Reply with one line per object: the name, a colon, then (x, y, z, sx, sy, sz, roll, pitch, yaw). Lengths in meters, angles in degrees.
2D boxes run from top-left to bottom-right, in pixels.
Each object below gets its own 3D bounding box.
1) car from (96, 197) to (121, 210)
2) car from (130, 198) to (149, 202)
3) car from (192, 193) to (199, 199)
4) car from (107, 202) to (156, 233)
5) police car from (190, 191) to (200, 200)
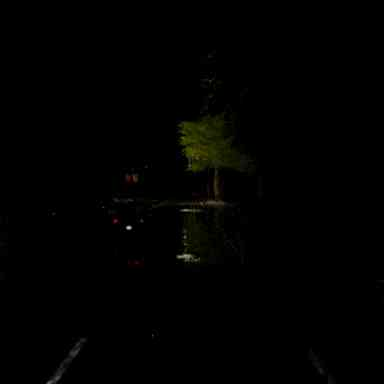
car: (-9.842, 1.320, 39.750, 2.033, 1.411, 5.357, 0, 0, 0)
car: (-6.589, 1.368, 41.386, 1.895, 1.301, 4.718, 0, 0, 0)
car: (0.984, 1.138, 93.036, 1.837, 1.490, 4.892, 0, 0, 0)
car: (-3.148, 1.474, 18.816, 1.895, 1.301, 4.718, 0, 0, 0)
police car: (0.983, 1.069, 83.145, 1.930, 1.638, 5.238, 0, 0, 0)
